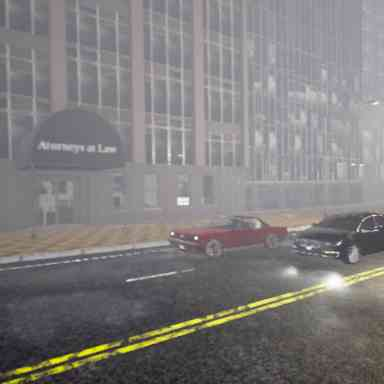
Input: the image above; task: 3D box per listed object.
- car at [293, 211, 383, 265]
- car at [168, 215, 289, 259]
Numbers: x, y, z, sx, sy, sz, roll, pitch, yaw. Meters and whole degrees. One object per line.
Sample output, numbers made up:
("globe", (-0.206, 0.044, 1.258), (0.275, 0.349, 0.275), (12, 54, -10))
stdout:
("car", (5.570, 1.473, 11.649), (4.892, 1.490, 1.837), (0, 0, -36))
("car", (1.461, 1.579, 12.712), (4.718, 1.301, 1.895), (0, 0, -35))
